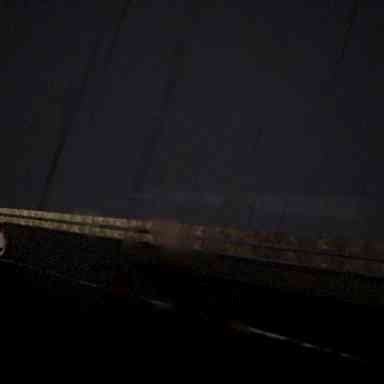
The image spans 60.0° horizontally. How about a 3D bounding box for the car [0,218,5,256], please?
[{"bbox_3d":[-7.507,1.053,9.486,5.566,2.045,2.150,1,1,36],"label":"car"}]
